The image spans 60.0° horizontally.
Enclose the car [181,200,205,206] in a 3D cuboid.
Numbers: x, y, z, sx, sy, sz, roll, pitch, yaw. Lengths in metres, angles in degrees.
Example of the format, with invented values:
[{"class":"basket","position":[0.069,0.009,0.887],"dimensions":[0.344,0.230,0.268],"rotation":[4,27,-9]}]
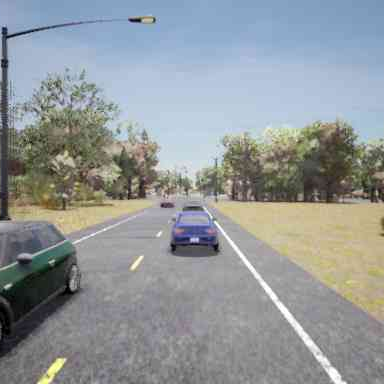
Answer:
[{"class":"car","position":[0.102,1.526,30.050],"dimensions":[1.837,1.490,4.892],"rotation":[0,0,0]}]

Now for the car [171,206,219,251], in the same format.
[{"class":"car","position":[0.099,1.535,14.099],"dimensions":[1.812,1.442,4.674],"rotation":[0,0,0]}]

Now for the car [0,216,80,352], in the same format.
[{"class":"car","position":[-3.599,1.356,5.652],"dimensions":[2.097,1.767,4.553],"rotation":[0,0,0]}]

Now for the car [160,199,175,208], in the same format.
[{"class":"car","position":[-3.573,1.638,48.372],"dimensions":[1.895,1.301,4.718],"rotation":[0,0,0]}]
